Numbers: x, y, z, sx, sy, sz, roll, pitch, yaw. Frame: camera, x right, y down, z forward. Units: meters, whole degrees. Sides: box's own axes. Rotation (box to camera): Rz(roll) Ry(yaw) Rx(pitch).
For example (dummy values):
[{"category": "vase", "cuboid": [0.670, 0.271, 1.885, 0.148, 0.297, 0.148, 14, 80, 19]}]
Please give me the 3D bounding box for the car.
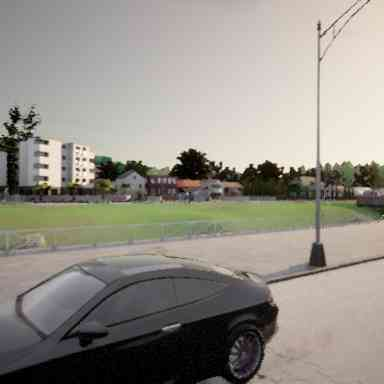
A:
[{"category": "car", "cuboid": [-0.930, 1.540, 3.927, 4.674, 1.442, 1.812, 1, -1, -35]}]
